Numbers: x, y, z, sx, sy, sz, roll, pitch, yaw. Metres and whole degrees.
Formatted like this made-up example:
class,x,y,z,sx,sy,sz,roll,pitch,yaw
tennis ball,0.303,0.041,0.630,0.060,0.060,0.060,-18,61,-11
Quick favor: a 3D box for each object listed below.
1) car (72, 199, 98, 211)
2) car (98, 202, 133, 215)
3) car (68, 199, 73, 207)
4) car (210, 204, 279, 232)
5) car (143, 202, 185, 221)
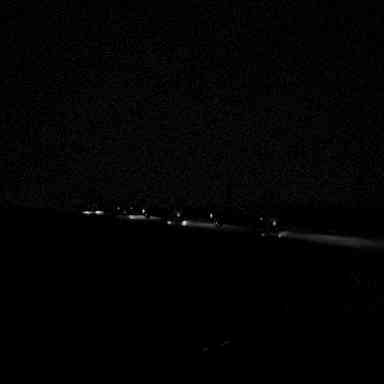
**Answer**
class,x,y,z,sx,sy,sz,roll,pitch,yaw
car,-14.174,1.821,44.960,1.837,1.490,4.892,1,-1,-36
car,-8.320,1.819,36.797,1.895,1.301,4.718,1,-1,-36
car,-20.740,2.012,59.012,1.882,1.535,5.008,1,-1,-36
car,3.213,1.546,20.898,2.128,1.511,4.902,1,-1,-37
car,-2.512,1.620,28.748,2.128,1.511,4.902,1,-1,-36
